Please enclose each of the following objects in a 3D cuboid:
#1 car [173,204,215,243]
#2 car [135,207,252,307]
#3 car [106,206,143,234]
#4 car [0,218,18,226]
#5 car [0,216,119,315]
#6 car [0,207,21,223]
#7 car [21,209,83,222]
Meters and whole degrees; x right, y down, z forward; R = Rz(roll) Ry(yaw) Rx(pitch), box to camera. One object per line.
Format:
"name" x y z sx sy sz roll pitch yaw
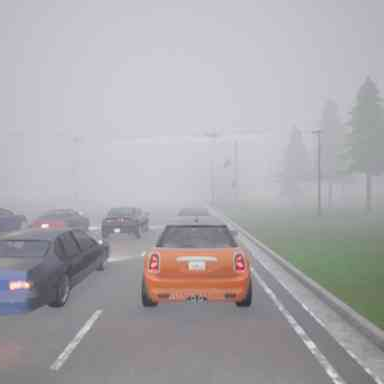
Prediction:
"car" 0.082 1.489 17.174 1.882 1.535 5.008 0 0 0
"car" 0.091 1.357 8.148 2.097 1.767 4.553 0 0 0
"car" -3.421 1.516 17.618 1.837 1.490 4.892 0 0 0
"car" -6.913 1.607 8.894 1.895 1.301 4.718 0 0 0
"car" -3.408 1.553 7.872 2.033 1.411 5.357 0 0 0
"car" -10.420 1.489 17.162 1.882 1.535 5.008 0 0 0
"car" -6.922 1.575 17.702 1.994 1.385 4.181 0 0 0
